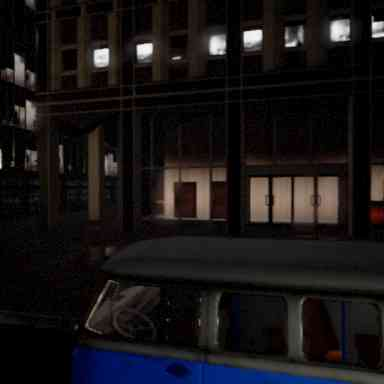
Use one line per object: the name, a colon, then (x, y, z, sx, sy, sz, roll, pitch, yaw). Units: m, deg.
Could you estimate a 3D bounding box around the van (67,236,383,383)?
van: (0.971, 1.303, 2.648, 3.998, 1.788, 1.690, -1, 1, 15)
